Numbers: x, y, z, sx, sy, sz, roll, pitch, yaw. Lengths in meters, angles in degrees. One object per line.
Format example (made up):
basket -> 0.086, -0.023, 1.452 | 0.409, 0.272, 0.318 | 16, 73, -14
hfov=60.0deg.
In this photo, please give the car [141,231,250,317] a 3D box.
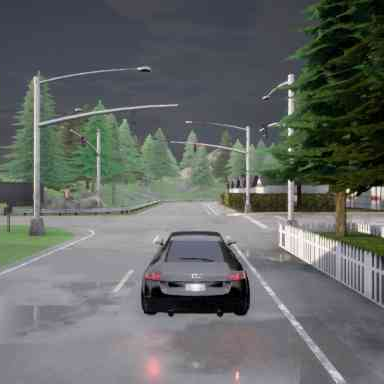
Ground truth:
car -> 0.077, 1.564, 7.565 | 1.994, 1.385, 4.181 | 0, 0, 1
